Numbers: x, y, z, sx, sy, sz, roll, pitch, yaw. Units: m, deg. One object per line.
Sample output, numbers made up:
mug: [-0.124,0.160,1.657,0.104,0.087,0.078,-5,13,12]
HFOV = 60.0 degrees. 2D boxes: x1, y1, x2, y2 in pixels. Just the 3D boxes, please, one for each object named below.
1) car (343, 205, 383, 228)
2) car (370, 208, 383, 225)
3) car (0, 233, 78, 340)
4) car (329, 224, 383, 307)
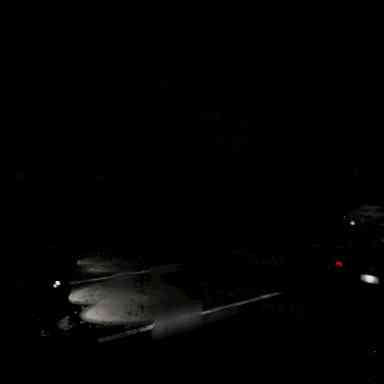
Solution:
car: [10.992,1.529,20.203,4.674,1.442,1.812,0,0,-36]
car: [10.476,1.566,15.536,4.181,1.385,1.994,0,0,-36]
car: [-4.145,1.565,5.160,4.181,1.385,1.994,0,0,-35]
car: [4.891,1.565,7.259,4.181,1.385,1.994,0,0,-35]
